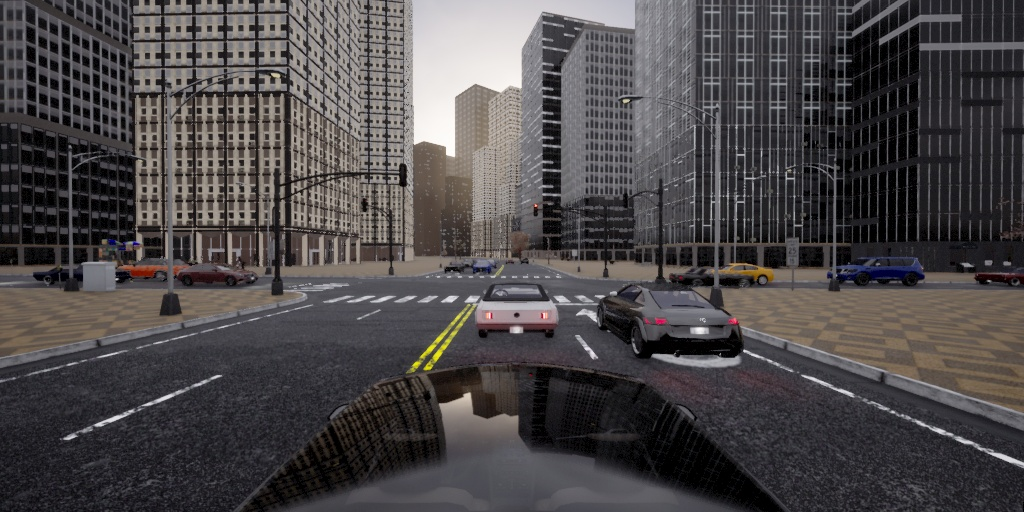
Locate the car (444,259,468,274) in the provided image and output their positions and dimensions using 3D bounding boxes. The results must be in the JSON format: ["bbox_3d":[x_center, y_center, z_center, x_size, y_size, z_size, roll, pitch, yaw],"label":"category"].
[{"bbox_3d":[-6.580,1.320,41.441,1.895,1.301,4.718,0,0,0],"label":"car"}]

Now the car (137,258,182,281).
[{"bbox_3d":[-27.108,0.956,27.123,4.553,1.767,2.097,0,0,2],"label":"car"}]

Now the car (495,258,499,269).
[{"bbox_3d":[-3.322,1.219,54.578,1.812,1.442,4.674,0,0,0],"label":"car"}]

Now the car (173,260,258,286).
[{"bbox_3d":[-19.474,1.193,23.752,4.674,1.442,1.812,0,0,1],"label":"car"}]

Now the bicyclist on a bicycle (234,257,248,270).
[{"bbox_3d":[-24.691,0.871,32.619,0.582,1.620,1.656,0,1,1],"label":"bicyclist on a bicycle"}]

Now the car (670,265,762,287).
[{"bbox_3d":[12.920,1.419,23.148,4.718,1.301,1.895,0,0,1],"label":"car"}]

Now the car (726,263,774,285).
[{"bbox_3d":[16.323,1.285,26.321,5.008,1.535,1.882,0,0,1],"label":"car"}]

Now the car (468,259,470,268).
[{"bbox_3d":[-6.572,1.199,54.138,1.837,1.490,4.892,0,0,0],"label":"car"}]

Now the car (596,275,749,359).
[{"bbox_3d":[3.358,1.312,8.449,1.994,1.385,4.181,0,0,0],"label":"car"}]

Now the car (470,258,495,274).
[{"bbox_3d":[-3.329,1.197,40.770,1.882,1.535,5.008,0,0,0],"label":"car"}]

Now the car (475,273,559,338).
[{"bbox_3d":[0.103,1.348,10.163,1.895,1.301,4.718,0,0,0],"label":"car"}]

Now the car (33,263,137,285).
[{"bbox_3d":[-28.584,1.226,23.986,4.718,1.301,1.895,0,0,1],"label":"car"}]

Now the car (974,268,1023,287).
[{"bbox_3d":[36.705,1.501,25.872,4.718,1.301,1.895,0,0,1],"label":"car"}]

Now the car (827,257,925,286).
[{"bbox_3d":[26.386,1.075,26.100,5.566,2.045,2.150,0,0,2],"label":"car"}]
